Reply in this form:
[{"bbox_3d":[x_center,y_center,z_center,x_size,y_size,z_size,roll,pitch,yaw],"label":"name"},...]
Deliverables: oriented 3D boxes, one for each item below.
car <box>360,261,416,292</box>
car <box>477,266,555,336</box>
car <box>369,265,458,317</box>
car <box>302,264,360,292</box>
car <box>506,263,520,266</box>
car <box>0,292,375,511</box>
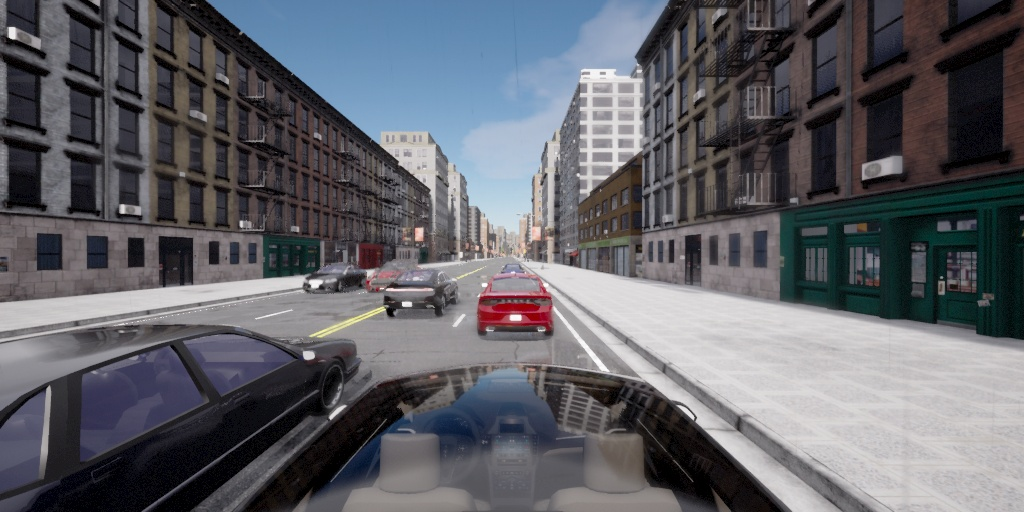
[{"bbox_3d":[-6.612,1.103,20.595,2.097,1.767,4.553,0,0,0],"label":"car"},{"bbox_3d":[0.093,1.227,10.479,1.882,1.535,5.008,0,0,0],"label":"car"},{"bbox_3d":[-3.160,1.242,13.222,2.128,1.511,4.902,0,0,0],"label":"car"},{"bbox_3d":[-9.863,1.243,20.408,2.128,1.511,4.902,0,0,0],"label":"car"},{"bbox_3d":[0.082,1.320,30.821,1.994,1.385,4.181,0,0,0],"label":"car"},{"bbox_3d":[-3.145,1.297,2.893,2.033,1.411,5.357,0,0,0],"label":"car"}]
